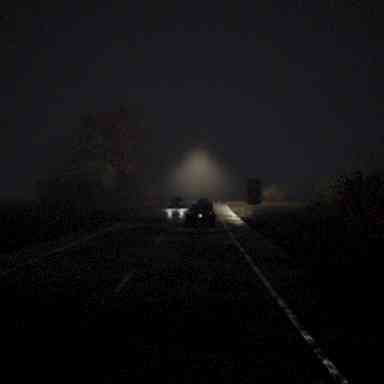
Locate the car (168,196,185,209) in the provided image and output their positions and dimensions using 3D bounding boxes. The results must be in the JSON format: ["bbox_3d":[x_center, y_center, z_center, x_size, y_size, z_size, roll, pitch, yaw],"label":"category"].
[{"bbox_3d":[-1.945,1.364,43.831,1.837,1.490,4.892,0,0,4],"label":"car"}]

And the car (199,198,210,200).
[{"bbox_3d":[1.536,1.431,40.797,1.994,1.385,4.181,0,0,4],"label":"car"}]

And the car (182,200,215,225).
[{"bbox_3d":[0.614,1.491,23.473,1.994,1.385,4.181,0,0,2],"label":"car"}]
